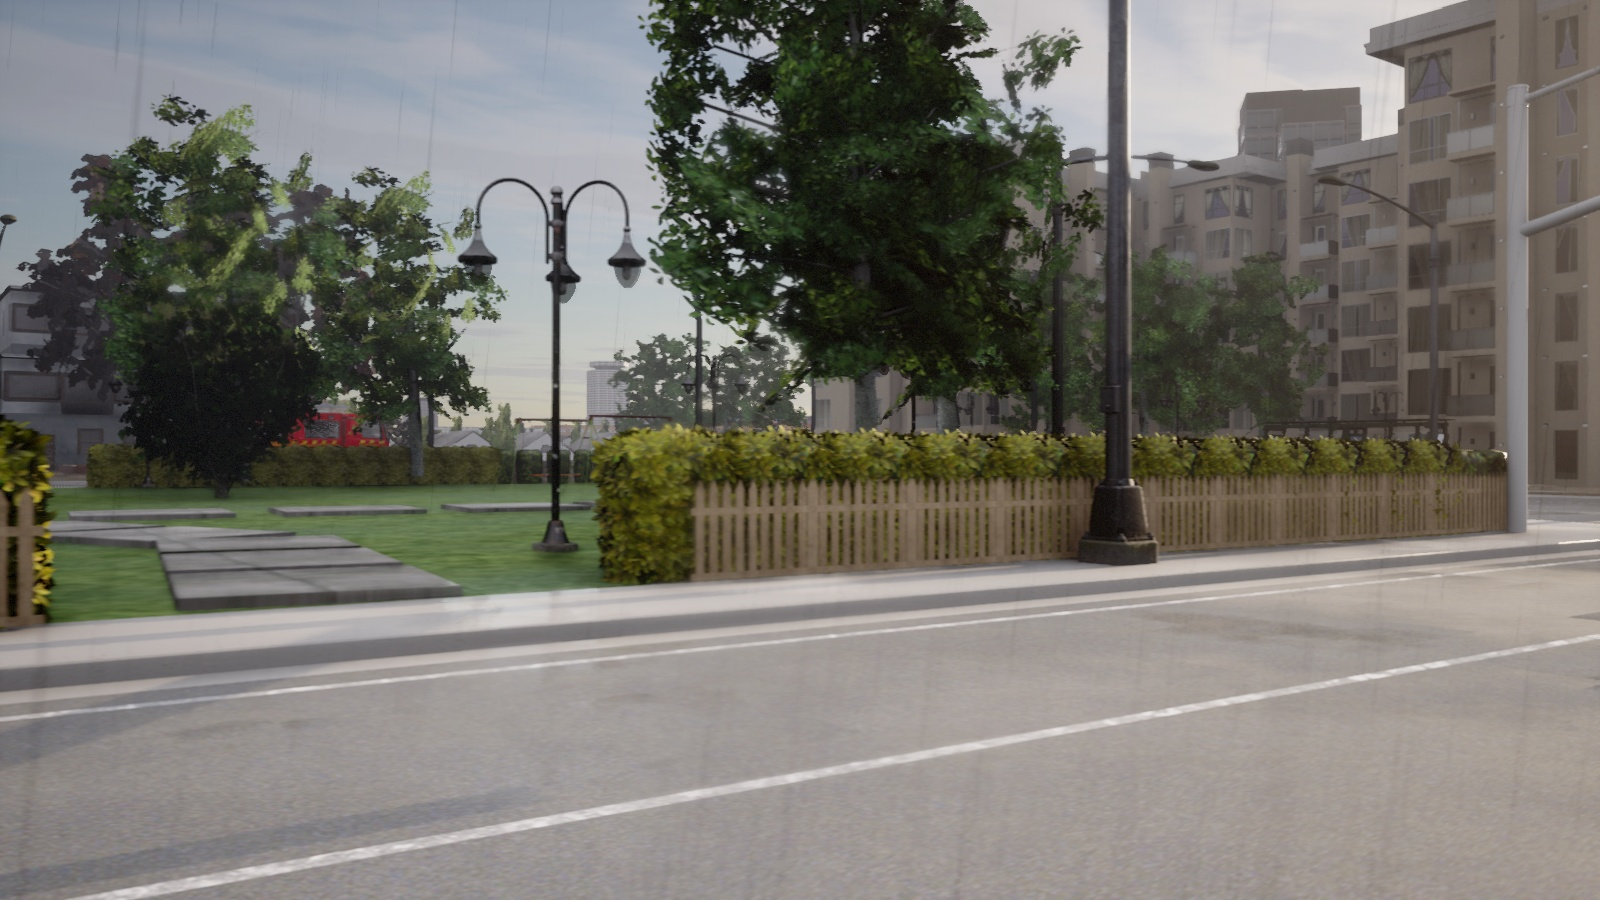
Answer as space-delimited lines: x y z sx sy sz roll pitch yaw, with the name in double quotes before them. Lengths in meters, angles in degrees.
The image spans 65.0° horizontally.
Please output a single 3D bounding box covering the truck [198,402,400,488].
"truck" -23.646 -0.204 59.537 8.468 3.827 2.891 0 0 -35
